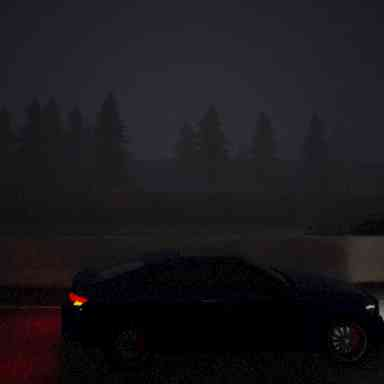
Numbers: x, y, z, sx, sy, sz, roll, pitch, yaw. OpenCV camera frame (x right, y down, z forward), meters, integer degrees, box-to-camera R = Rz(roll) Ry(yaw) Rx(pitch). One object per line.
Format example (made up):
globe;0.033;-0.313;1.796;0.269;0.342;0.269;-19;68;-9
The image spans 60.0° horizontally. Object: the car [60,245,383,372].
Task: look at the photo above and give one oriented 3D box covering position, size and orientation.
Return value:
car;0.446;1.587;5.159;4.674;1.442;1.812;0;-1;-3
